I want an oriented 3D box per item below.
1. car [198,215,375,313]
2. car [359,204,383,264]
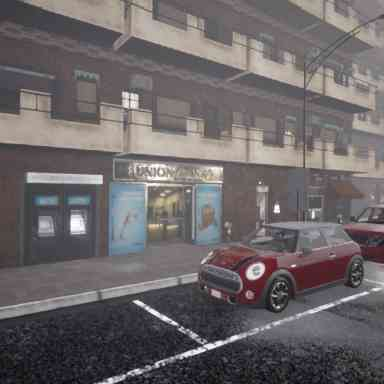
[{"bbox_3d":[2.087,1.442,7.593,4.097,1.590,1.967,0,0,-36],"label":"car"},{"bbox_3d":[6.588,1.320,10.815,5.009,1.841,2.192,0,0,-36],"label":"car"}]
